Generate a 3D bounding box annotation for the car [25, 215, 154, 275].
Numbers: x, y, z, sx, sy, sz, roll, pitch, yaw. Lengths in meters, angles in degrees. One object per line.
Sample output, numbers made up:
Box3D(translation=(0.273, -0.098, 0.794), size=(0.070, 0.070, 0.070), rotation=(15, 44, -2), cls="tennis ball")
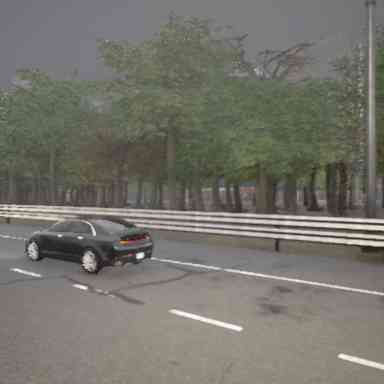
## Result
Box3D(translation=(-3.404, 1.519, 10.606), size=(4.892, 1.490, 1.837), rotation=(0, 0, 36), cls="car")
